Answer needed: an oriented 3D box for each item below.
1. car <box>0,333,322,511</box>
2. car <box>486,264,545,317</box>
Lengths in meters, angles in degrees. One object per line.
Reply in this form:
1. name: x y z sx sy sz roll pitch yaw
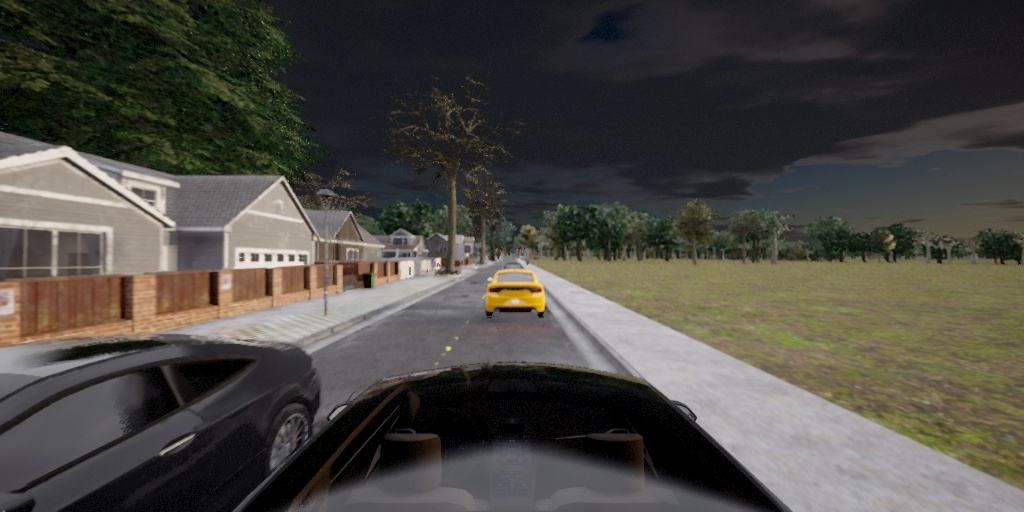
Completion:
1. car: -2.823 1.275 1.831 1.812 1.442 4.674 0 0 0
2. car: 0.103 1.223 13.153 1.882 1.535 5.008 0 -1 0
